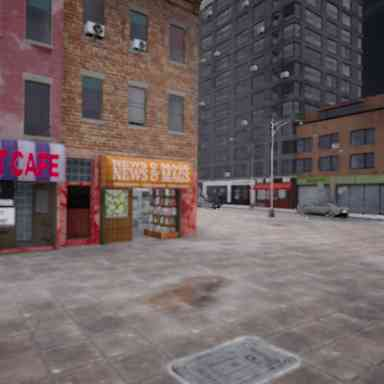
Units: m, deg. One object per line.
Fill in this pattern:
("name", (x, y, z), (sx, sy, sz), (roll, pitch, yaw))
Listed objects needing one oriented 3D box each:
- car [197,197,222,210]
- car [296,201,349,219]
("car", (1.364, 1.228, 36.395), (1.994, 1.385, 4.181), (1, 0, -35))
("car", (10.929, 1.475, 27.969), (1.994, 1.385, 4.181), (1, 0, -35))
